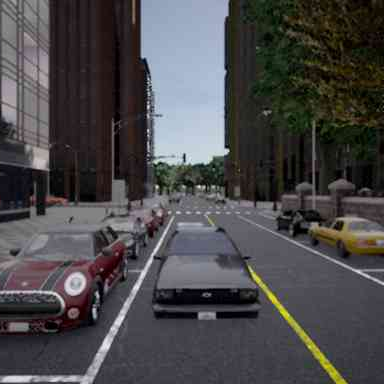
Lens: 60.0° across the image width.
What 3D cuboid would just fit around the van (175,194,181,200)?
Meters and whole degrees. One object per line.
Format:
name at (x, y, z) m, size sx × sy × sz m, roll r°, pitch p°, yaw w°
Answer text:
van at (-3.952, 1.345, 93.243) m, size 1.690 × 1.788 × 3.998 m, roll 0°, pitch 0°, yaw -1°

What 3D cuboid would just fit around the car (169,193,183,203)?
car at (-3.512, 1.310, 66.059) m, size 2.192 × 1.841 × 5.009 m, roll 0°, pitch 0°, yaw -1°

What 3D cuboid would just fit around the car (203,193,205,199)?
car at (4.661, 1.550, 87.944) m, size 1.887 × 1.381 × 4.507 m, roll 0°, pitch 0°, yaw -1°

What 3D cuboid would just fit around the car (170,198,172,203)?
car at (-2.904, 1.518, 28.486) m, size 1.752 × 1.417 × 4.829 m, roll 0°, pitch 0°, yaw -1°

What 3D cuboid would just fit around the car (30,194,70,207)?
car at (-17.085, 0.977, 39.884) m, size 4.553 × 1.767 × 2.097 m, roll 1°, pitch 0°, yaw -1°

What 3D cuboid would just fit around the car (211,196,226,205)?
car at (5.100, 1.438, 60.760) m, size 1.967 × 1.590 × 4.097 m, roll 0°, pitch 0°, yaw -1°

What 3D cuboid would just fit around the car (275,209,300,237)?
car at (5.794, 1.564, 17.883) m, size 1.947 × 1.339 × 4.313 m, roll 0°, pitch 0°, yaw -1°

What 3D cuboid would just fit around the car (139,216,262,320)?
car at (0.193, 1.545, 7.854) m, size 2.033 × 1.411 × 5.357 m, roll 0°, pitch 0°, yaw -1°

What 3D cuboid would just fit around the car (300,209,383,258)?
car at (5.880, 1.525, 12.597) m, size 1.752 × 1.417 × 4.829 m, roll 0°, pitch 0°, yaw -1°

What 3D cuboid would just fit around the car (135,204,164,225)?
car at (-2.730, 1.539, 17.743) m, size 1.887 × 1.381 × 4.507 m, roll 0°, pitch 0°, yaw -1°

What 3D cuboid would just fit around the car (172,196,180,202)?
car at (-3.688, 1.580, 76.932) m, size 1.802 × 1.307 × 4.206 m, roll 0°, pitch 0°, yaw -1°

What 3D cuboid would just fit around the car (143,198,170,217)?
car at (-2.818, 1.433, 23.200) m, size 1.967 × 1.590 × 4.097 m, roll 0°, pitch 0°, yaw -1°

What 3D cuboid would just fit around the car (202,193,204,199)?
car at (4.570, 1.533, 93.551) m, size 1.752 × 1.417 × 4.829 m, roll 0°, pitch 0°, yaw -1°

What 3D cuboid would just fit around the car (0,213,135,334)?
car at (-2.553, 1.437, 6.830) m, size 1.967 × 1.590 × 4.097 m, roll 0°, pitch 0°, yaw -1°

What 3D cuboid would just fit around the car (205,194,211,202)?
car at (4.837, 1.552, 77.070) m, size 2.008 × 1.369 × 4.403 m, roll 0°, pitch 0°, yaw -1°

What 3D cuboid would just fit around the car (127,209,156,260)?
car at (-2.642, 1.546, 12.287) m, size 2.008 × 1.369 × 4.403 m, roll 0°, pitch 0°, yaw -1°

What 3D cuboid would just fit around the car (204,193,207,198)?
car at (4.749, 1.548, 82.507) m, size 1.887 × 1.381 × 4.507 m, roll 0°, pitch 0°, yaw -1°

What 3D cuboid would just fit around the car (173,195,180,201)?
car at (-3.773, 1.525, 82.199) m, size 1.752 × 1.417 × 4.829 m, roll 0°, pitch 0°, yaw -1°
